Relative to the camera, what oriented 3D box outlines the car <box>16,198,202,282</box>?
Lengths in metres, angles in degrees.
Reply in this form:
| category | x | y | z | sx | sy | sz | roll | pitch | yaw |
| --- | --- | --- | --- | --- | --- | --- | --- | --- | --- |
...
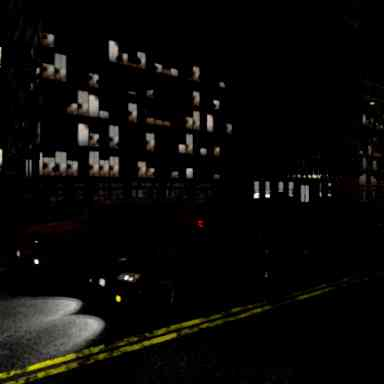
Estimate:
| category | x | y | z | sx | sy | sz | roll | pitch | yaw |
| --- | --- | --- | --- | --- | --- | --- | --- | --- | --- |
| car | -2.178 | 1.219 | 10.116 | 5.566 | 2.045 | 2.150 | 0 | 0 | -36 |

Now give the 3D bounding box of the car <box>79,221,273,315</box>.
| category | x | y | z | sx | sy | sz | roll | pitch | yaw |
| --- | --- | --- | --- | --- | --- | --- | --- | --- | --- |
| car | -0.111 | 1.561 | 7.597 | 4.181 | 1.385 | 1.994 | 0 | 0 | -35 |
